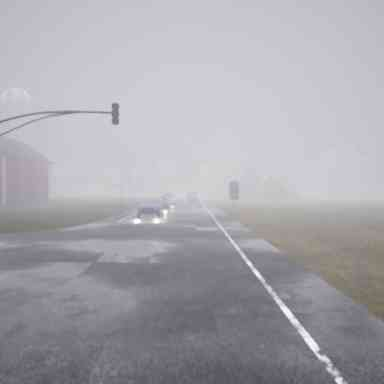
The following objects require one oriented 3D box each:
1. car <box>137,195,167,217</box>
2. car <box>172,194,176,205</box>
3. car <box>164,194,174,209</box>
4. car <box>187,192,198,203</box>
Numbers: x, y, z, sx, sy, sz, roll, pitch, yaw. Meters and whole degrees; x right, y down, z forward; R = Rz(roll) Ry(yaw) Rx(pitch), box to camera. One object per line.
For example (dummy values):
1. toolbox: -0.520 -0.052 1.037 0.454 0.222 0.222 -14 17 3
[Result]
1. car: -3.595 1.286 29.424 1.882 1.535 5.008 0 0 0
2. car: -3.533 1.020 49.342 2.097 1.767 4.553 0 0 1
3. car: -3.586 1.304 39.319 1.994 1.385 4.181 0 0 0
4. car: 0.110 1.146 58.624 2.033 1.411 5.357 0 0 -1
